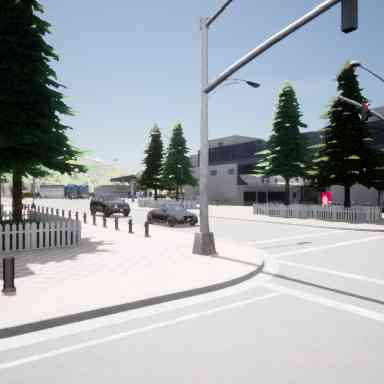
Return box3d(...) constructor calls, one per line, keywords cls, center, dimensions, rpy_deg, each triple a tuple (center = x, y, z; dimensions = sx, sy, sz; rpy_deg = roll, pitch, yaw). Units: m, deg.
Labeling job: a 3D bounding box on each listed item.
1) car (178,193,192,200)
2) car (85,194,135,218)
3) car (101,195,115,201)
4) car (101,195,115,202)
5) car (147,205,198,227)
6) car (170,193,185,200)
box3d(cls="car", center=(-1.796, 1.092, 88.067), dimensions=(1.905, 1.878, 3.866), rpy_deg=(0, 0, -37))
box3d(cls="car", center=(-7.851, 1.237, 31.390), dimensions=(2.150, 2.045, 5.566), rpy_deg=(0, 0, -37))
box3d(cls="car", center=(-20.919, 1.400, 82.782), dimensions=(1.970, 1.475, 3.806), rpy_deg=(0, 0, -37))
box3d(cls="car", center=(-18.893, 1.389, 75.046), dimensions=(1.845, 1.501, 3.633), rpy_deg=(0, 0, -37))
box3d(cls="car", center=(-1.416, 1.579, 22.872), dimensions=(1.994, 1.385, 4.181), rpy_deg=(0, 0, -37))
box3d(cls="car", center=(-3.884, 1.113, 86.005), dimensions=(1.932, 1.855, 4.605), rpy_deg=(0, 0, -37))
